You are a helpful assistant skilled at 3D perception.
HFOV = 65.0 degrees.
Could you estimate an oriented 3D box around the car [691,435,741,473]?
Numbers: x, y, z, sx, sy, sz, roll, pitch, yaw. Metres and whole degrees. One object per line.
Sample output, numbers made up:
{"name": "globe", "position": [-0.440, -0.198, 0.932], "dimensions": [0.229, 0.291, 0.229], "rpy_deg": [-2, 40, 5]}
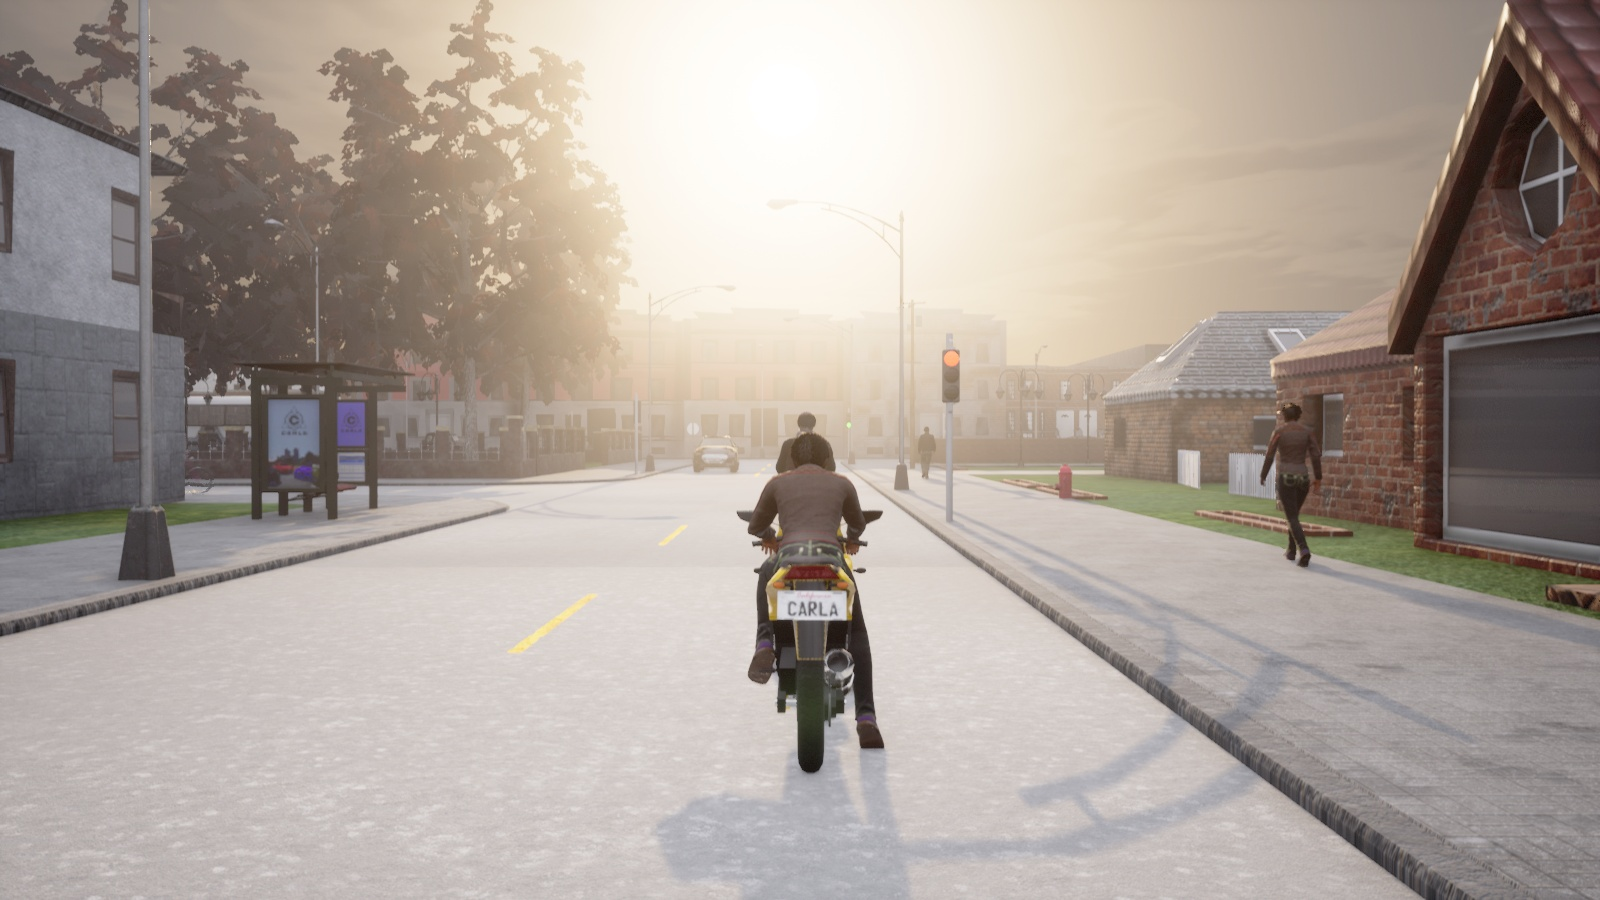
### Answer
{"name": "car", "position": [-3.748, 0.158, 56.529], "dimensions": [2.033, 1.649, 4.856], "rpy_deg": [0, 1, -1]}

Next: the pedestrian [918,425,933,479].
{"name": "pedestrian", "position": [4.283, 0.066, 42.744], "dimensions": [0.431, 1.840, 0.703], "rpy_deg": [0, 1, 0]}

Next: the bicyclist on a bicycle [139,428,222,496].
{"name": "bicyclist on a bicycle", "position": [-16.316, 0.302, 33.107], "dimensions": [1.843, 1.776, 0.659], "rpy_deg": [0, 1, 0]}

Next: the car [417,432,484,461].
{"name": "car", "position": [-22.915, -0.227, 82.449], "dimensions": [3.866, 1.878, 1.905], "rpy_deg": [0, 1, 1]}

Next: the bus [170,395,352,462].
{"name": "bus", "position": [-35.270, -1.409, 82.482], "dimensions": [10.273, 4.253, 3.944], "rpy_deg": [0, 1, 1]}

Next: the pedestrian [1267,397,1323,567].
{"name": "pedestrian", "position": [5.429, 0.334, 13.809], "dimensions": [0.328, 1.805, 0.869], "rpy_deg": [0, 1, 5]}

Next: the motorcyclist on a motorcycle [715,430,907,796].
{"name": "motorcyclist on a motorcycle", "position": [0.049, 0.671, 6.255], "dimensions": [0.797, 1.523, 2.044], "rpy_deg": [0, 1, 0]}
